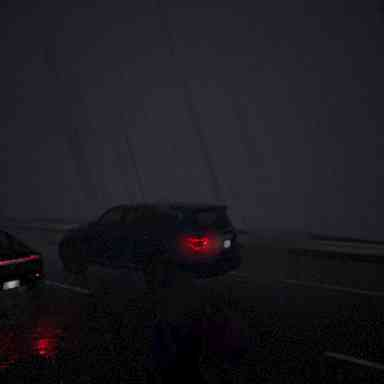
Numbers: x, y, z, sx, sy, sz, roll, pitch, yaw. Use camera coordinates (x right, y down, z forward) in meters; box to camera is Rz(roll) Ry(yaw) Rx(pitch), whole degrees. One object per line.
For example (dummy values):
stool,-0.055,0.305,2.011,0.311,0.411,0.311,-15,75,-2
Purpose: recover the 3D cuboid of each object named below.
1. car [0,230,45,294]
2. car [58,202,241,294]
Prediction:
car,-5.472,1.614,7.887,4.902,1.511,2.128,-1,0,36
car,-1.370,1.309,9.254,5.566,2.045,2.150,-1,0,36
